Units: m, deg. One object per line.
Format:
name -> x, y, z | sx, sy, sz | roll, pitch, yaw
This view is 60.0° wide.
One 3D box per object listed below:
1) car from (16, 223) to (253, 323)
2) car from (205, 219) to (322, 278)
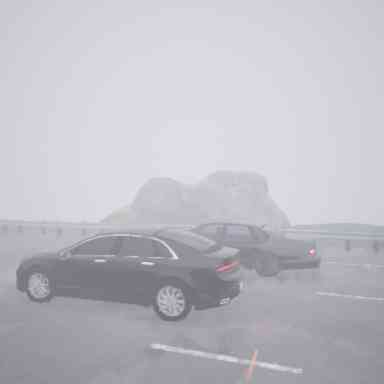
car -> -1.371, 1.495, 6.989 | 4.892, 1.490, 1.837 | 0, 0, 20
car -> 0.989, 1.535, 9.901 | 5.357, 1.411, 2.033 | 0, 0, 19
